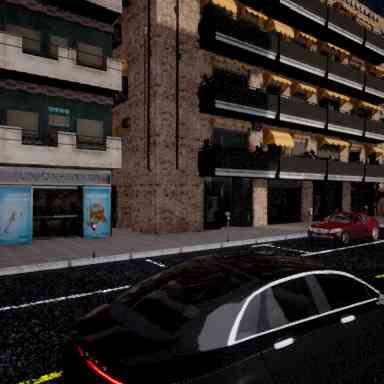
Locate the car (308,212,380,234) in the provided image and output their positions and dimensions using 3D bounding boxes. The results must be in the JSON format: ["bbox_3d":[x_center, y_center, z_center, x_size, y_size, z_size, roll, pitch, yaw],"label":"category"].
[{"bbox_3d":[7.172,1.583,15.538,4.206,1.307,1.802,0,0,-35],"label":"car"}]

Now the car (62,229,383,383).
[{"bbox_3d":[1.035,1.506,4.055,4.892,1.490,1.837,0,0,-35],"label":"car"}]
